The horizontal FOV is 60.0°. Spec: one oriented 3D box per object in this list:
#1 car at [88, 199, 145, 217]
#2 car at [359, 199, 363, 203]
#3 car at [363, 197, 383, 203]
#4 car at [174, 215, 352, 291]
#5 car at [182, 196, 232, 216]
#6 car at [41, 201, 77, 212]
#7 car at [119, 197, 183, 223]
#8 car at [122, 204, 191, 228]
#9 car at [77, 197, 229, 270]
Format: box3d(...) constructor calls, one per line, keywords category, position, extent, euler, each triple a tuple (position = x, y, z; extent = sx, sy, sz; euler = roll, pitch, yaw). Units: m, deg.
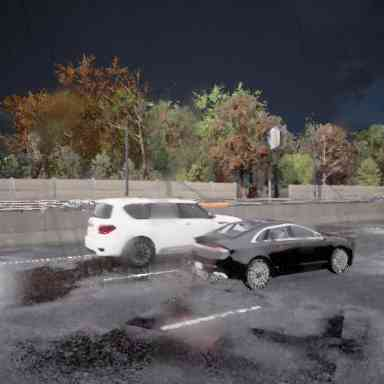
box3d(category="car", position=(-7.204, 1.477, 32.027), extent=(5.008, 1.535, 1.882), euler=(-1, 1, -30))
box3d(category="car", position=(28.511, 1.515, 52.779), extent=(4.892, 1.490, 1.837), euler=(1, 0, -30))
box3d(category="car", position=(27.782, 1.553, 48.324), extent=(5.357, 1.411, 2.033), euler=(0, 0, -30))
box3d(category="car", position=(2.247, 1.490, 8.951), extent=(4.902, 1.511, 2.128), euler=(0, 0, -30))
box3d(category="car", position=(1.465, 1.349, 33.024), extent=(4.553, 1.767, 2.097), euler=(0, 0, -30))
box3d(category="car", position=(-9.457, 1.492, 26.668), extent=(4.902, 1.511, 2.128), euler=(0, 0, -30))
box3d(category="car", position=(-3.212, 1.351, 26.249), extent=(4.553, 1.767, 2.097), euler=(0, 0, -30))
box3d(category="car", position=(-2.402, 1.563, 22.675), extent=(4.181, 1.385, 1.994), euler=(0, 0, -30))
box3d(category="car", position=(-0.711, 1.219, 11.280), extent=(5.566, 2.045, 2.150), euler=(0, 0, -30))
